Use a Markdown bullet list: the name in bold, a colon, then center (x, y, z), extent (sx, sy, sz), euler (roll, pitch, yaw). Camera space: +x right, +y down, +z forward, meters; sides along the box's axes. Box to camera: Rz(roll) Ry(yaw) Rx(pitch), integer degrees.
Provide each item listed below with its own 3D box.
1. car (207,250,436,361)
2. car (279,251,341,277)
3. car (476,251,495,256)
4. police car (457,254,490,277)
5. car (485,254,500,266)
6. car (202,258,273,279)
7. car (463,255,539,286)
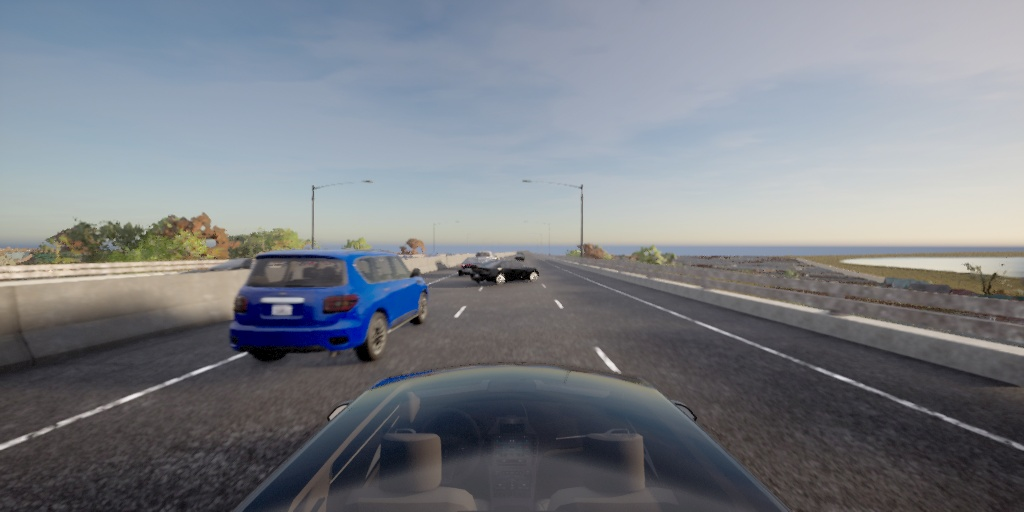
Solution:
- **car**: center (-3.490, 0.880, 8.142), extent (2.150, 2.045, 5.566), euler (0, 1, 0)
- **car**: center (-17.325, 0.560, 31.182), extent (2.150, 2.045, 5.566), euler (0, 1, 1)
- **car**: center (-3.048, 0.455, 41.041), extent (2.150, 2.045, 5.566), euler (0, 1, 1)
- **police car**: center (-3.266, 0.876, 30.049), extent (2.038, 1.542, 4.974), euler (0, 1, 1)
- **car**: center (-2.758, 0.555, 52.167), extent (1.801, 1.575, 5.366), euler (0, 1, 2)
- **car**: center (-20.881, 0.909, 27.579), extent (1.812, 1.442, 4.674), euler (0, 1, 1)
- **car**: center (-0.347, 0.947, 22.587), extent (1.882, 1.535, 5.008), euler (1, 1, 43)
